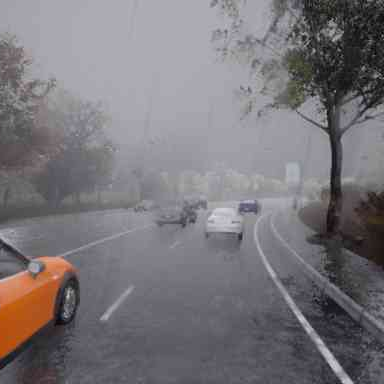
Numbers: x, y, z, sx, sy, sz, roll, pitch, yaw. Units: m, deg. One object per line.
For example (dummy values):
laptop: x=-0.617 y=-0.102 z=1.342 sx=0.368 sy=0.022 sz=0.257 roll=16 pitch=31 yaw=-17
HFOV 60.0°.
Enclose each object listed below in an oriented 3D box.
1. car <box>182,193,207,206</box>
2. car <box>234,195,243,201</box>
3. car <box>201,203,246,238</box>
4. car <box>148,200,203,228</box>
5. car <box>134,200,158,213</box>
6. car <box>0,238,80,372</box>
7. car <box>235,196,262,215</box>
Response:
car: x=0.199 y=1.206 z=39.836 sx=2.150 sy=2.045 sz=5.566 roll=0 pitch=0 yaw=20
car: x=10.807 y=1.453 z=73.577 sx=1.994 sy=1.385 sz=4.181 roll=0 pitch=0 yaw=25
car: x=1.795 y=1.531 z=17.575 sx=1.812 sy=1.442 sz=4.674 roll=0 pitch=0 yaw=10
car: x=-0.921 y=1.538 z=22.250 sx=2.033 sy=1.411 sz=5.357 roll=0 pitch=0 yaw=12
car: x=-4.676 y=1.525 z=36.165 sx=1.994 sy=1.385 sz=4.181 roll=0 pitch=0 yaw=18
car: x=-3.147 y=1.339 z=4.226 sx=2.097 sy=1.767 sz=4.553 roll=0 pitch=0 yaw=2
car: x=6.167 y=1.501 z=34.969 sx=1.882 sy=1.535 sz=5.008 roll=0 pitch=0 yaw=18
